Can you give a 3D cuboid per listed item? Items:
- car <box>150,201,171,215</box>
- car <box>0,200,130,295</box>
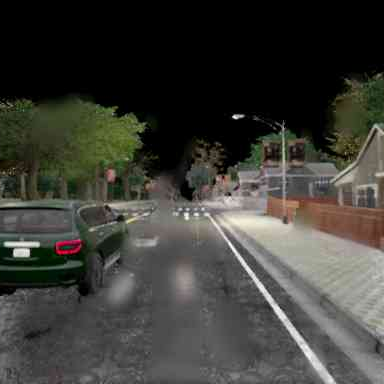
[{"bbox_3d":[-3.152,1.587,34.180,1.895,1.301,4.718,0,1,0],"label":"car"},{"bbox_3d":[-3.148,1.214,8.828,2.150,2.045,5.566,0,0,0],"label":"car"}]
